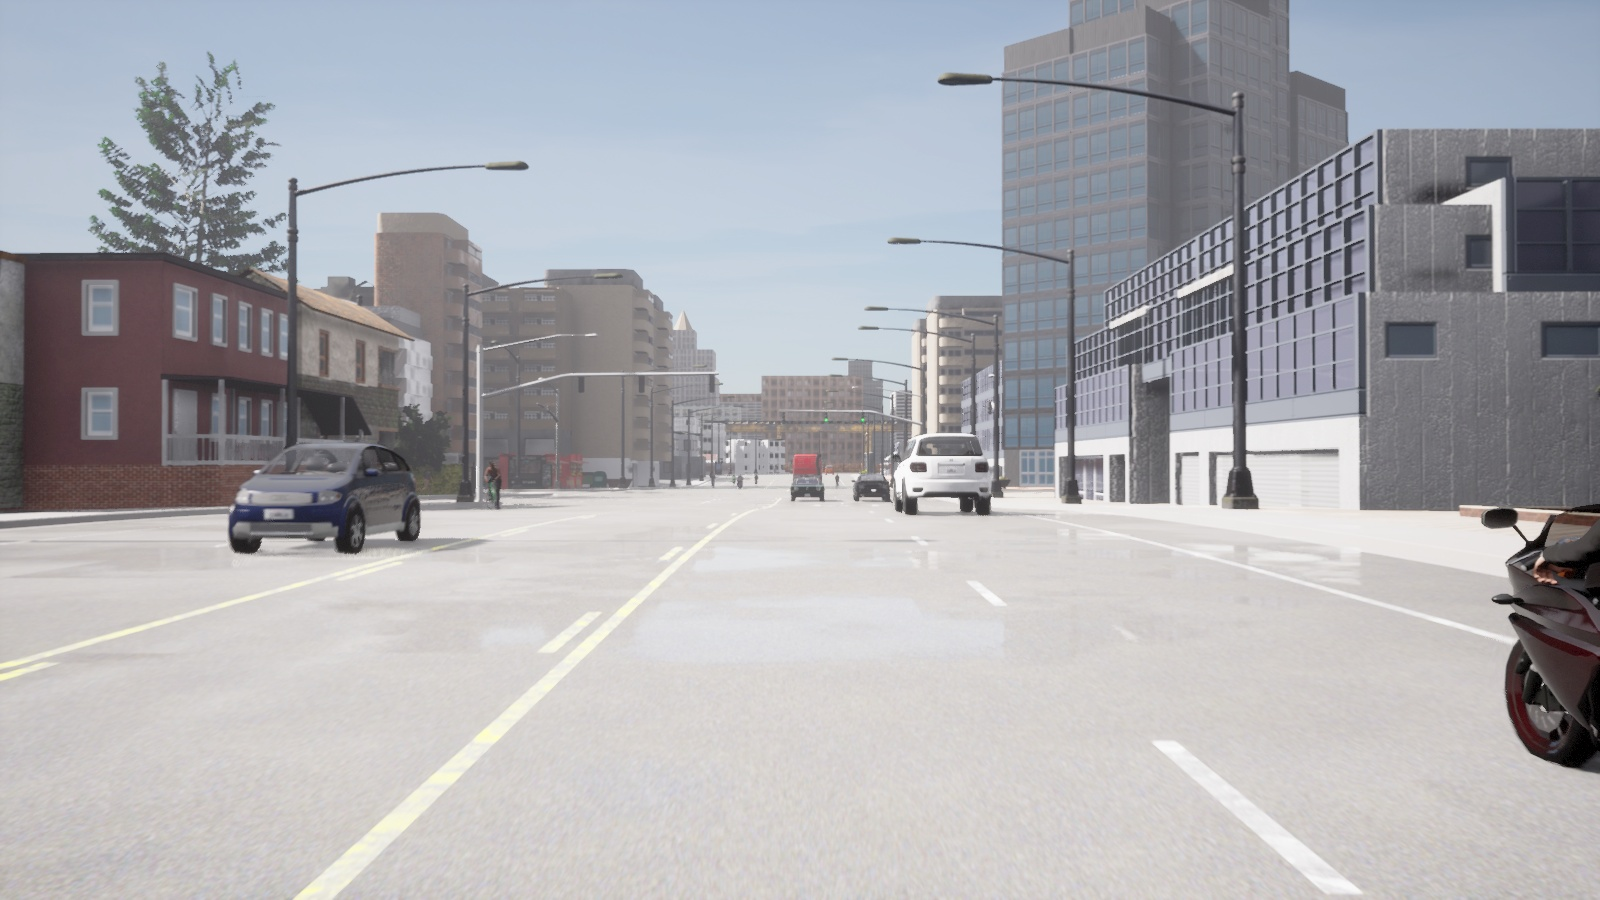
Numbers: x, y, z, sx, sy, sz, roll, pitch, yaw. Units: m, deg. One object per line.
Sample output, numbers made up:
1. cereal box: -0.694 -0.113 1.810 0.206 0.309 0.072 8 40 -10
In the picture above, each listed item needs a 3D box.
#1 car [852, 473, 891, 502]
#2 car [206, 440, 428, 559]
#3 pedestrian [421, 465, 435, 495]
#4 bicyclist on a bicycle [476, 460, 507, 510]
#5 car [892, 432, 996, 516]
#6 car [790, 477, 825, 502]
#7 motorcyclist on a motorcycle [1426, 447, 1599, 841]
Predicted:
1. car: 3.911 2.055 69.106 1.882 1.535 5.008 0 -1 0
2. car: -6.880 0.659 18.308 1.789 1.549 3.705 0 0 0
3. pedestrian: -23.081 1.860 77.893 0.694 1.848 0.540 1 -1 -42
4. bicyclist on a bicycle: -10.245 1.182 41.744 0.582 1.620 1.656 0 -2 0
5. car: 3.706 0.666 33.294 2.150 2.045 5.566 0 -2 0
6. car: 0.411 2.174 69.245 1.895 1.301 4.718 0 -1 0
7. motorcyclist on a motorcycle: 3.547 0.756 5.155 0.866 1.530 2.191 0 0 0
